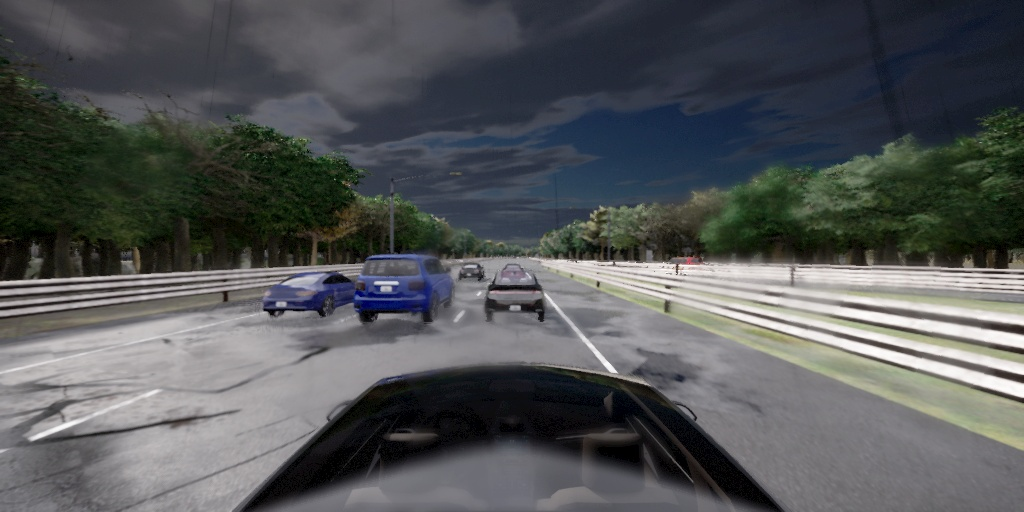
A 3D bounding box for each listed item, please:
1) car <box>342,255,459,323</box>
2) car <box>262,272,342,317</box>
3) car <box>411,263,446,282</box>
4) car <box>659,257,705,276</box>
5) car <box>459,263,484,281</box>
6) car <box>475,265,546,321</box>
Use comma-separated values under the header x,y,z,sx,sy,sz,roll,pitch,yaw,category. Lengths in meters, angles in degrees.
x,y,z,sx,sy,sz,roll,pitch,yaw,category
-3.405,0.981,12.325,2.150,2.045,5.566,0,0,-1,car
-6.903,1.286,13.031,1.812,1.442,4.674,0,0,0,car
-6.908,1.349,30.096,1.994,1.385,4.181,0,0,0,car
18.761,1.168,39.979,2.150,2.045,5.566,0,0,-18,car
-3.408,1.312,30.640,1.812,1.442,4.674,0,0,0,car
0.097,1.250,12.503,2.128,1.511,4.902,0,0,0,car
